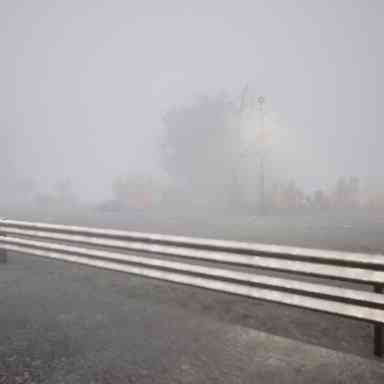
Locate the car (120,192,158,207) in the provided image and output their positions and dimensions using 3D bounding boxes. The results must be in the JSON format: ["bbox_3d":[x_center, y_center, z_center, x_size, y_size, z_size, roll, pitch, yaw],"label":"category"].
[{"bbox_3d":[-6.259,1.023,33.970,5.566,2.045,2.150,0,0,13],"label":"car"}]

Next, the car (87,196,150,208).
[{"bbox_3d":[-7.007,1.350,30.552,5.357,1.411,2.033,0,0,13],"label":"car"}]
